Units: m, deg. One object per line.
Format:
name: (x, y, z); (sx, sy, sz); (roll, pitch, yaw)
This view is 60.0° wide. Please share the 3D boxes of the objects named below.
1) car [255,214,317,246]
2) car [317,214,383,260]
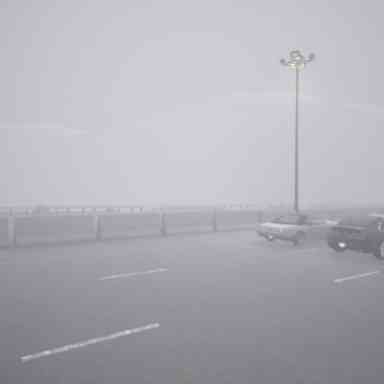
car: (5.385, 1.716, 15.893); (4.718, 1.301, 1.895); (1, 0, -31)
car: (7.380, 1.627, 13.003); (4.892, 1.490, 1.837); (0, 0, -31)
